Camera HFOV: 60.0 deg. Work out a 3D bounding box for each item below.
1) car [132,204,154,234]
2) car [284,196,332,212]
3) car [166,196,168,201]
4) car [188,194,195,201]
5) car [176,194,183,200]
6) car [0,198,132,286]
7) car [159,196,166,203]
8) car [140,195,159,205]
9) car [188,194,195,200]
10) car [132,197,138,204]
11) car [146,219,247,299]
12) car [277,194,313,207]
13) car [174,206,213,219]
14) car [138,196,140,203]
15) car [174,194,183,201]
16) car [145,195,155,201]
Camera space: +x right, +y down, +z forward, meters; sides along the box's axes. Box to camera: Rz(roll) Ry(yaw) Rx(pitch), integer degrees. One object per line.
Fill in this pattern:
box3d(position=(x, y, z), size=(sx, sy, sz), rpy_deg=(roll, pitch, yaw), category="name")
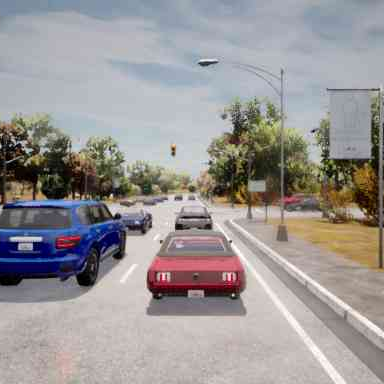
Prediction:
box3d(position=(-3.409, 1.600, 19.285), size=(1.895, 1.301, 4.718), rpy_deg=(0, 0, 0), category="car")
box3d(position=(13.371, 1.499, 37.899), size=(4.892, 1.490, 1.837), rpy_deg=(-1, 0, 3), category="car")
box3d(position=(-7.039, 1.587, 84.020), size=(1.895, 1.301, 4.718), rpy_deg=(0, 0, 0), category="car")
box3d(position=(-0.039, 1.529, 85.115), size=(2.033, 1.411, 5.357), rpy_deg=(0, 0, 0), category="car")
box3d(position=(-3.544, 1.379, 95.533), size=(1.837, 1.490, 4.892), rpy_deg=(0, 0, 0), category="car")
box3d(position=(-3.409, 1.221, 9.531), size=(2.150, 2.045, 5.566), rpy_deg=(0, 0, 0), category="car")
box3d(position=(-7.032, 1.475, 68.957), size=(1.882, 1.535, 5.008), rpy_deg=(0, 0, 0), category="car")
box3d(position=(-7.108, 1.523, 56.158), size=(1.812, 1.442, 4.674), rpy_deg=(0, 0, 0), category="car")
box3d(position=(-0.044, 1.356, 95.534), size=(1.882, 1.535, 5.008), rpy_deg=(0, 0, 0), category="car")
box3d(position=(-10.612, 1.598, 54.790), size=(1.895, 1.301, 4.718), rpy_deg=(0, 0, 0), category="car")
box3d(position=(0.099, 1.600, 8.378), size=(1.895, 1.301, 4.718), rpy_deg=(0, 0, 0), category="car")
box3d(position=(13.424, 1.220, 41.416), size=(5.566, 2.045, 2.150), rpy_deg=(0, 0, 3), category="car")
box3d(position=(0.092, 1.491, 17.649), size=(2.128, 1.511, 4.902), rpy_deg=(0, 0, 0), category="car")
box3d(position=(-10.532, 1.521, 68.654), size=(1.812, 1.442, 4.674), rpy_deg=(0, 0, 0), category="car")
box3d(position=(-3.539, 1.490, 85.114), size=(1.837, 1.490, 4.892), rpy_deg=(0, 0, 0), category="car")
box3d(position=(-10.538, 1.548, 83.377), size=(1.994, 1.385, 4.181), rpy_deg=(0, 0, 0), category="car")
